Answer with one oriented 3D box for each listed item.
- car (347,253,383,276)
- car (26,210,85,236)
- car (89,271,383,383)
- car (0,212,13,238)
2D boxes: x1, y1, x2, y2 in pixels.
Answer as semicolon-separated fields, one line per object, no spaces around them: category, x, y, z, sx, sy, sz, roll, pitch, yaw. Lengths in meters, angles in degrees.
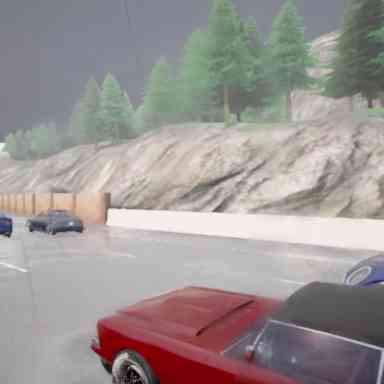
car;4.712;1.369;5.017;4.553;1.767;2.097;-1;-1;35
car;-8.218;1.750;19.856;4.181;1.385;1.994;-1;-1;42
car;1.151;1.620;3.228;4.718;1.301;1.895;-1;-1;36
car;-11.475;1.665;18.072;5.008;1.535;1.882;-1;-1;42
